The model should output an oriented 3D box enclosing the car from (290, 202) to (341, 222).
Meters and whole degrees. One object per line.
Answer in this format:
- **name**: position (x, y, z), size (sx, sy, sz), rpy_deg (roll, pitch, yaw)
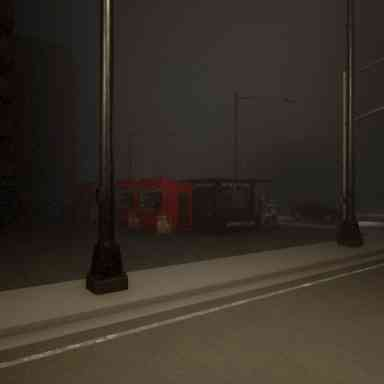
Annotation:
- **car**: position (10.466, 1.612, 27.557), size (1.837, 1.490, 4.892), rpy_deg (0, -1, -36)
